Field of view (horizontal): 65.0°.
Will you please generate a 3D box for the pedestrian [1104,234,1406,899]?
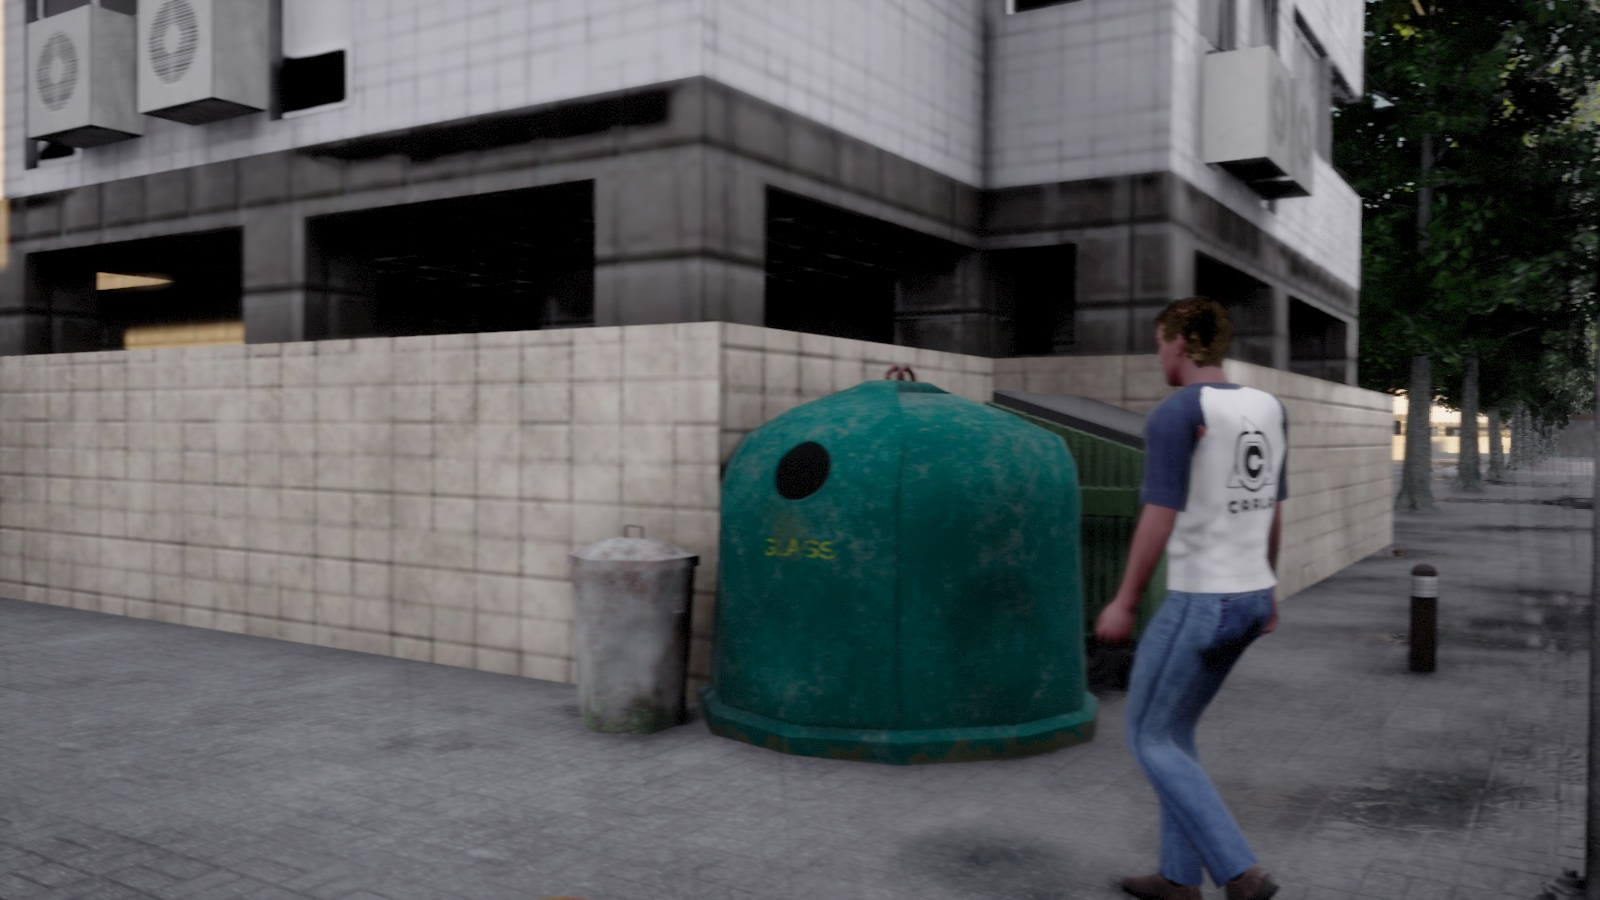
[{"bbox_3d":[1.247,0.381,3.498,0.354,1.836,0.706,-1,1,-36],"label":"pedestrian"}]
